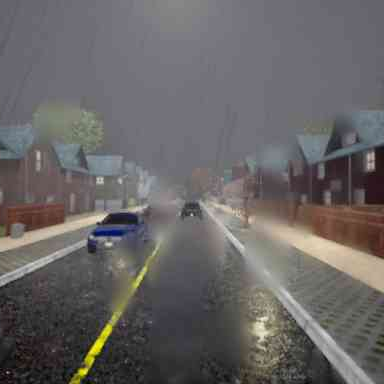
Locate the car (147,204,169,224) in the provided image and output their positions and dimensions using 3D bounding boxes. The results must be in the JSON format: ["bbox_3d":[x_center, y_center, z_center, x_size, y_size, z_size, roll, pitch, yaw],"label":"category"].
[{"bbox_3d":[-2.823,1.645,25.698,1.994,1.385,4.181,0,0,0],"label":"car"}]

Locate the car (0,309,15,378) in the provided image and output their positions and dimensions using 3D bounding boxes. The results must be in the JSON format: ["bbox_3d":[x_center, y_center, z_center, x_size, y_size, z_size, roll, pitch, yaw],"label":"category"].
[{"bbox_3d":[-2.847,1.550,1.255,2.033,1.411,5.357,0,0,0],"label":"car"}]

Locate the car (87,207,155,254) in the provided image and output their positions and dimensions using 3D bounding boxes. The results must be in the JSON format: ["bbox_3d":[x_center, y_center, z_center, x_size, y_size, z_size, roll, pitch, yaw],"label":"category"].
[{"bbox_3d":[-2.843,1.558,13.738,1.812,1.442,4.674,0,0,0],"label":"car"}]

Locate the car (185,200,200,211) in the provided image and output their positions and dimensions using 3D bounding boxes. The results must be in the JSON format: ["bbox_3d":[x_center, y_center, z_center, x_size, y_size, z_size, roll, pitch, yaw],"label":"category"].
[{"bbox_3d":[0.055,1.788,43.986,1.895,1.301,4.718,0,0,0],"label":"car"}]

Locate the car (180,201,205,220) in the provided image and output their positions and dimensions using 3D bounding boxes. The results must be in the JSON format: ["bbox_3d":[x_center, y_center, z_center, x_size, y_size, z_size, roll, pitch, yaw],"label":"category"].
[{"bbox_3d":[0.014,1.603,29.302,1.837,1.490,4.892,0,0,0],"label":"car"}]
